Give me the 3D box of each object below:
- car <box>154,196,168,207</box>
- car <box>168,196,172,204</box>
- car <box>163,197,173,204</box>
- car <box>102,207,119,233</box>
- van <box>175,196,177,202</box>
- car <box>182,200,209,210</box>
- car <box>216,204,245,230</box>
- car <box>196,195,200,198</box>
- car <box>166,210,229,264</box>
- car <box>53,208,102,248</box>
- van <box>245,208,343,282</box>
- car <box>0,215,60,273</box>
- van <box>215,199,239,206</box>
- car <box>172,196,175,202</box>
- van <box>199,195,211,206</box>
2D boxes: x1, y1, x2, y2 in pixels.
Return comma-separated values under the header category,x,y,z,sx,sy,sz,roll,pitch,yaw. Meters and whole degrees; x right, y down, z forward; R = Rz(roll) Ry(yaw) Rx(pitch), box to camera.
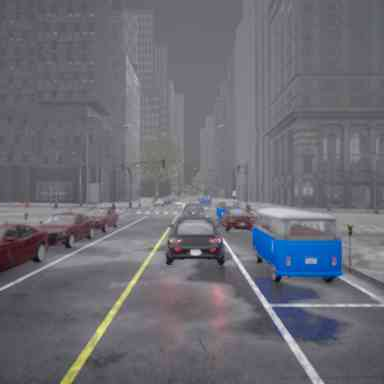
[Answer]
category,x,y,z,sx,sy,sz,roll,pitch,yaw
car,-5.732,1.862,58.608,1.752,1.417,4.829,0,0,0
car,-5.719,1.949,69.358,1.887,1.381,4.507,0,0,0
car,-5.713,2.024,79.936,2.008,1.369,4.403,0,0,0
car,-5.764,1.657,20.685,1.887,1.381,4.507,0,0,0
van,-5.706,1.886,90.515,1.690,1.788,3.998,0,0,0
car,0.117,1.702,28.009,2.033,1.411,5.357,0,0,0
car,2.791,1.658,20.662,1.887,1.381,4.507,0,0,0
car,2.816,2.064,85.823,2.008,1.369,4.403,0,0,0
car,0.112,1.591,11.939,1.812,1.442,4.674,0,0,0
car,-5.766,1.627,15.160,1.887,1.381,4.507,0,0,0
van,2.783,1.394,9.614,1.690,1.788,3.998,0,0,0
car,-5.769,1.597,9.635,1.887,1.381,4.507,0,0,0
van,2.795,1.485,26.188,1.690,1.788,3.998,0,0,0
car,-5.715,1.754,74.648,2.192,1.841,5.009,0,0,0
van,2.804,1.713,64.172,1.690,1.788,3.998,0,0,0
